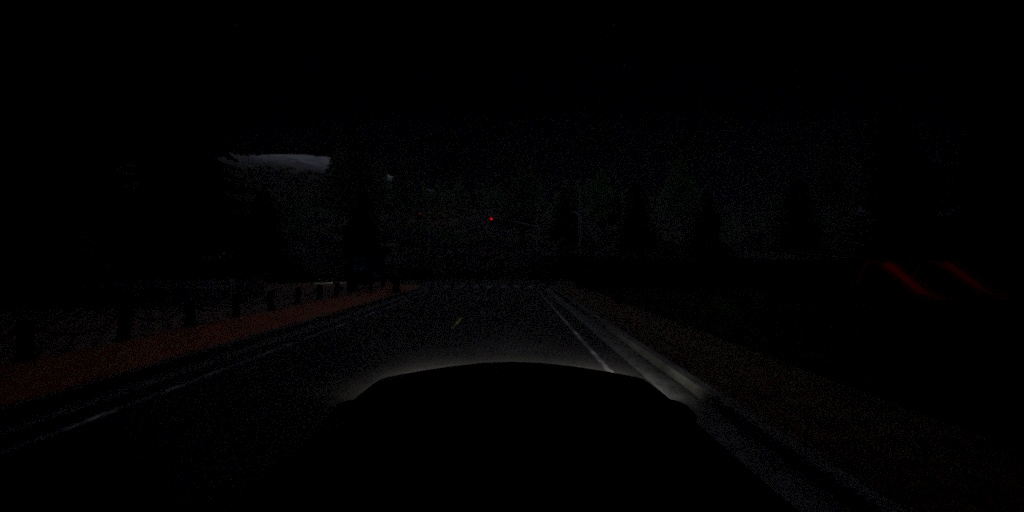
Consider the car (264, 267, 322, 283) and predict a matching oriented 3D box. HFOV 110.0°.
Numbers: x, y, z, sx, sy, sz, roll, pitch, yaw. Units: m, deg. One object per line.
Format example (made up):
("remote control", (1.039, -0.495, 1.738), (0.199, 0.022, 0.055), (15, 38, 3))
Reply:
("car", (-19.528, 1.760, 32.009), (4.674, 1.442, 1.812), (1, -1, 0))
